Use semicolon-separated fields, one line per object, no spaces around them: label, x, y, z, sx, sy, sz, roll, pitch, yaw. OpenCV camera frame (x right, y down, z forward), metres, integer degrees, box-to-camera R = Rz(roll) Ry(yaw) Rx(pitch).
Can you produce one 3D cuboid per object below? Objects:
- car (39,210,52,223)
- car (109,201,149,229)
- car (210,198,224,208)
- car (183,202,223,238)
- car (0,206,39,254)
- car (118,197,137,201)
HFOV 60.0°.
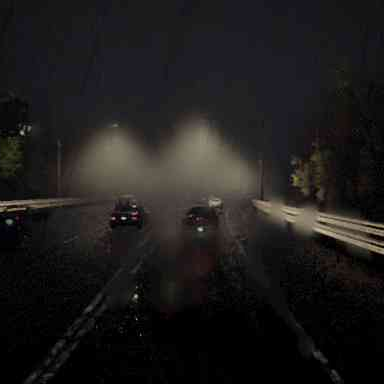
car;-10.952;1.564;21.827;1.895;1.301;4.718;0;0;-1
car;-3.941;1.541;21.398;2.033;1.411;5.357;0;0;-1
car;3.442;1.619;46.672;1.812;1.442;4.674;0;0;9
car;0.546;1.513;17.984;1.837;1.490;4.892;0;0;3
car;-7.218;1.326;11.022;2.097;1.767;4.553;0;0;-1
car;-7.849;1.336;40.447;2.097;1.767;4.553;0;0;-1
